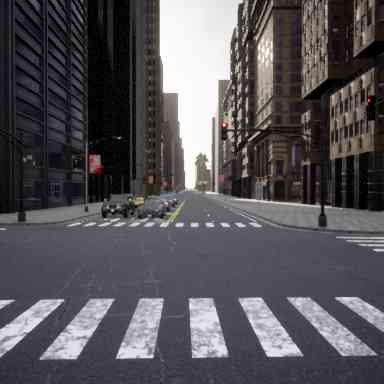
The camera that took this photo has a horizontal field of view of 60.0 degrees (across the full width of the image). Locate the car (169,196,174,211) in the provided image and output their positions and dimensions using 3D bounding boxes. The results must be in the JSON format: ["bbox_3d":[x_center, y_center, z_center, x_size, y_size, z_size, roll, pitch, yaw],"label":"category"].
[{"bbox_3d":[-3.423,1.481,37.989,1.812,1.442,4.674,0,0,0],"label":"car"}]

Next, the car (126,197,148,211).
[{"bbox_3d":[-6.669,1.428,40.615,1.882,1.535,5.008,0,0,0],"label":"car"}]

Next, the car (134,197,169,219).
[{"bbox_3d":[-3.403,1.323,29.007,2.097,1.767,4.553,0,0,0],"label":"car"}]

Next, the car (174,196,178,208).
[{"bbox_3d":[-3.450,1.501,48.014,1.994,1.385,4.181,0,0,-1],"label":"car"}]

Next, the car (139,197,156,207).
[{"bbox_3d":[-6.695,1.496,50.506,1.994,1.385,4.181,0,0,0],"label":"car"}]

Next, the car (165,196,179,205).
[{"bbox_3d":[-3.431,1.465,58.431,2.033,1.411,5.357,0,0,0],"label":"car"}]

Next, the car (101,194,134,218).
[{"bbox_3d":[-6.658,1.190,30.610,2.150,2.045,5.566,0,0,0],"label":"car"}]
